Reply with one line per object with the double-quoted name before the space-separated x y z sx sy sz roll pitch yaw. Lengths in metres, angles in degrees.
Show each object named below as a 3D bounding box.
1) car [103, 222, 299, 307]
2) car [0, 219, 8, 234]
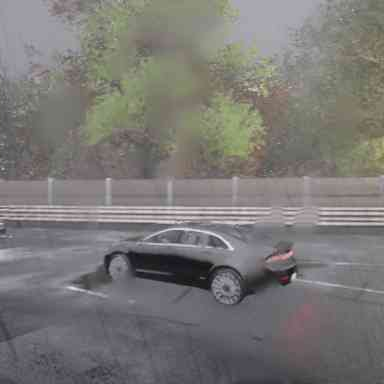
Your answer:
"car" -0.020 1.472 7.930 4.902 1.511 2.128 0 0 33
"car" -11.237 1.543 16.119 5.357 1.411 2.033 0 0 30
